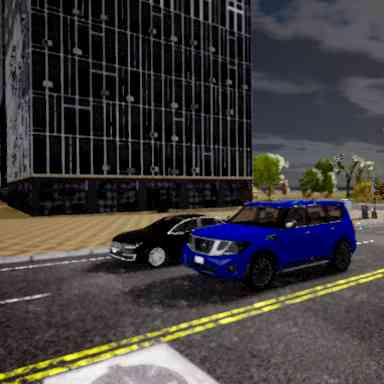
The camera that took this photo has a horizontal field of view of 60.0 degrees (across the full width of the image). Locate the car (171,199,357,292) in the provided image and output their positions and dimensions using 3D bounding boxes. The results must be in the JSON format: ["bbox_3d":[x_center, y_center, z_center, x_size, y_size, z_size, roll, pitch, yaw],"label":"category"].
[{"bbox_3d":[2.419,1.246,9.402,5.566,2.045,2.150,0,0,-36],"label":"car"}]

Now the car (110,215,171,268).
[{"bbox_3d":[-0.356,1.526,11.415,4.892,1.490,1.837,0,0,-35],"label":"car"}]
